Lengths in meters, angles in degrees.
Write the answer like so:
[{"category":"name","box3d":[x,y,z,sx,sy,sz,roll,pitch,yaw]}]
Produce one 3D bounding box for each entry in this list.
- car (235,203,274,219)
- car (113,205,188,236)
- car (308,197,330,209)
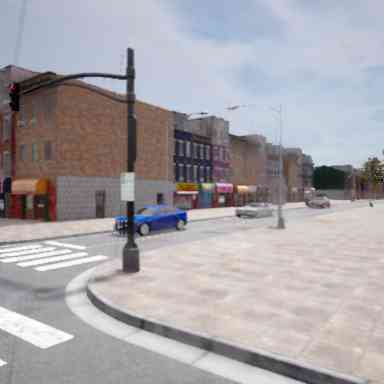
[{"category":"car","box3d":[5.711,1.664,30.249,1.895,1.301,4.718,0,0,36]},{"category":"car","box3d":[-2.266,1.544,19.231,1.882,1.535,5.008,0,0,36]},{"category":"car","box3d":[18.034,1.434,47.109,2.097,1.767,4.553,0,0,36]}]
